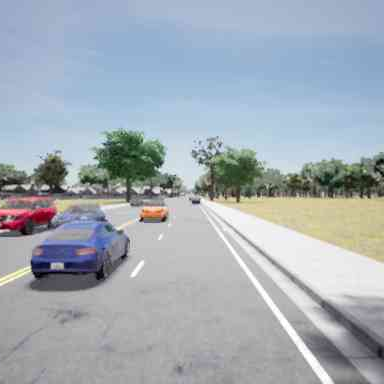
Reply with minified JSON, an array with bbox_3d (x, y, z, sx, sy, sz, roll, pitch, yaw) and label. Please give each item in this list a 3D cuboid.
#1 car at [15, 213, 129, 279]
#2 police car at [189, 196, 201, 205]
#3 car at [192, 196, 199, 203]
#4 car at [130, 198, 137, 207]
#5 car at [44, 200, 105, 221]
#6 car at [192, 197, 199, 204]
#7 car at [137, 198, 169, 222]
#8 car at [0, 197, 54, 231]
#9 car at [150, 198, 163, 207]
[{"bbox_3d":[-3.158,1.591,10.104,1.812,1.442,4.674,0,0,0],"label":"car"},{"bbox_3d":[0.938,1.979,75.024,1.930,1.638,5.238,0,0,0],"label":"police car"},{"bbox_3d":[0.930,2.042,90.884,2.097,1.767,4.553,0,-1,0],"label":"car"},{"bbox_3d":[-9.820,1.926,59.110,1.837,1.490,4.892,0,0,1],"label":"car"},{"bbox_3d":[-6.609,1.481,19.825,2.097,1.767,4.553,0,0,0],"label":"car"},{"bbox_3d":[0.933,2.144,84.913,1.837,1.490,4.892,0,0,0],"label":"car"},{"bbox_3d":[-3.167,1.541,28.879,2.097,1.767,4.553,0,0,0],"label":"car"},{"bbox_3d":[-9.859,1.349,19.741,2.150,2.045,5.566,0,0,0],"label":"car"},{"bbox_3d":[-6.564,1.947,61.716,1.837,1.490,4.892,0,0,1],"label":"car"}]
